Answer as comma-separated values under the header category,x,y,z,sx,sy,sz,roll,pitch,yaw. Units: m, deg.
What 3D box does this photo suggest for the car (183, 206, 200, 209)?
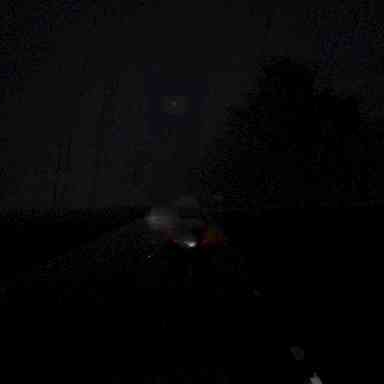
category,x,y,z,sx,sy,sz,roll,pitch,yaw
car,-0.043,1.884,28.323,1.895,1.301,4.718,0,-1,0

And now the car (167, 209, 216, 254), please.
category,x,y,z,sx,sy,sz,roll,pitch,yaw
car,0.001,1.665,13.975,1.812,1.442,4.674,0,0,0

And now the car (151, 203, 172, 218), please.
category,x,y,z,sx,sy,sz,roll,pitch,yaw
car,-3.102,1.876,35.189,1.812,1.442,4.674,0,-1,0
